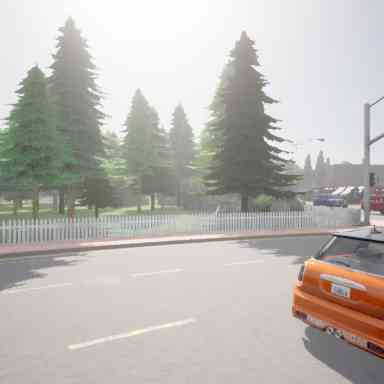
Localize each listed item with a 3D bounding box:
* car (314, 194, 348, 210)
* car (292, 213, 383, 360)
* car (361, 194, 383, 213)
[{"bbox_3d":[17.968,1.277,43.464,2.150,2.045,5.566,0,0,-8],"label":"car"},{"bbox_3d":[3.926,1.352,5.437,4.553,1.767,2.097,0,0,-26],"label":"car"},{"bbox_3d":[19.339,1.277,33.199,2.150,2.045,5.566,0,0,-8],"label":"car"}]
